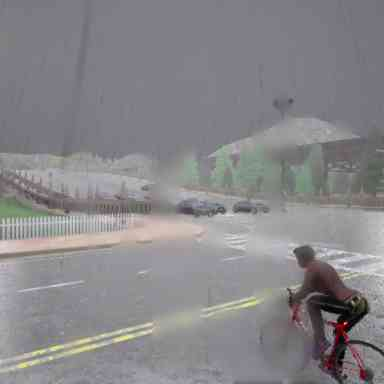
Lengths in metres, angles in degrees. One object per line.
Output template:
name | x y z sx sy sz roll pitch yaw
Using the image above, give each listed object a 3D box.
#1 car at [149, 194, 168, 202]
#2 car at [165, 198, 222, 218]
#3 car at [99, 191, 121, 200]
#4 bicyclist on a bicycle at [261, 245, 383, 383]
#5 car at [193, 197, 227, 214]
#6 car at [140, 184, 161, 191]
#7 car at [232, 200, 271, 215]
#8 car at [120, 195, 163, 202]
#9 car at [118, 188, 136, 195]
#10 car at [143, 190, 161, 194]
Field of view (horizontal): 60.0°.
car | -4.258 1.412 42.457 1.994 1.385 4.181 0 2 -37
car | 0.037 1.543 30.864 2.033 1.411 5.357 0 0 -37
car | -12.116 0.904 47.165 1.837 1.490 4.892 0 4 -36
bicyclist on a bicycle | 1.466 1.454 3.818 0.582 1.620 1.656 0 -2 -43
car | 1.693 1.555 34.497 1.994 1.385 4.181 0 0 -37
car | -8.265 -0.613 65.811 2.150 2.045 5.566 0 7 -36
car | 6.110 1.558 34.437 1.994 1.385 4.181 0 0 -37
car | -5.982 1.451 38.913 2.033 1.411 5.357 0 2 -37
car | -10.231 0.635 50.506 2.097 1.767 4.553 0 4 -36
car | -5.320 1.007 49.760 1.882 1.535 5.008 0 4 -37
